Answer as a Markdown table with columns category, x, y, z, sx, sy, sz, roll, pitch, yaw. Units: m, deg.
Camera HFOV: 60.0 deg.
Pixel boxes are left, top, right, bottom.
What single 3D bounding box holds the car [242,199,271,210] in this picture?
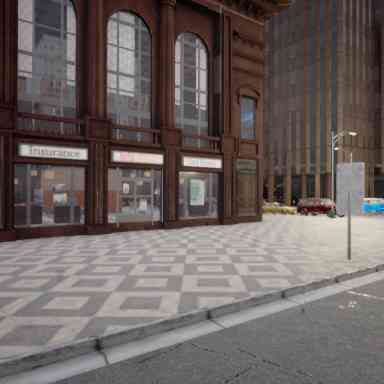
| category | x | y | z | sx | sy | sz | roll | pitch | yaw |
| --- | --- | --- | --- | --- | --- | --- | --- | --- | --- |
| car | 9.913 | 1.891 | 51.369 | 1.967 | 1.590 | 4.097 | -1 | 0 | -35 |

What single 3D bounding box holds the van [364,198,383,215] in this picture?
| category | x | y | z | sx | sy | sz | roll | pitch | yaw |
| --- | --- | --- | --- | --- | --- | --- | --- | --- | --- |
| van | 19.635 | 1.588 | 37.581 | 1.690 | 1.788 | 3.998 | -1 | 0 | -35 |

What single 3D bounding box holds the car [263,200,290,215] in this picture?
| category | x | y | z | sx | sy | sz | roll | pitch | yaw |
| --- | --- | --- | --- | --- | --- | --- | --- | --- | --- |
| car | 9.532 | 1.798 | 37.118 | 1.752 | 1.417 | 4.829 | 0 | 0 | -35 |

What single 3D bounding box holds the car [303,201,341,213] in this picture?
| category | x | y | z | sx | sy | sz | roll | pitch | yaw |
| --- | --- | --- | --- | --- | --- | --- | --- | --- | --- |
| car | 16.397 | 1.897 | 42.176 | 1.802 | 1.307 | 4.206 | -1 | 0 | -35 |

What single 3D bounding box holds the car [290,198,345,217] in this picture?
| category | x | y | z | sx | sy | sz | roll | pitch | yaw |
| --- | --- | --- | --- | --- | --- | --- | --- | --- | --- |
| car | 12.672 | 1.522 | 32.661 | 2.192 | 1.841 | 5.009 | 0 | 0 | -35 |
